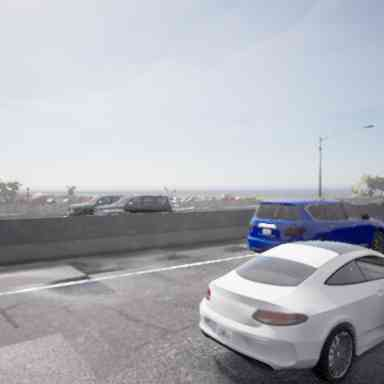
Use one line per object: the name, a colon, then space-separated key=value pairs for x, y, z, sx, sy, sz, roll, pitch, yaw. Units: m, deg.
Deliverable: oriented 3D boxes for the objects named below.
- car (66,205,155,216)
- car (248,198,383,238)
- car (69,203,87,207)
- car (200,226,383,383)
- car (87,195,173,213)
car: x=-4.672 y=1.609 z=17.859 sx=4.718 sy=1.301 sz=1.895 roll=0 pitch=0 yaw=-36
car: x=4.337 y=1.234 z=11.141 sx=5.566 sy=2.045 sz=2.150 roll=0 pitch=0 yaw=-36
car: x=-6.515 y=1.233 z=25.143 sx=5.566 sy=2.045 sz=2.150 roll=0 pitch=0 yaw=-35
car: x=2.265 y=1.532 z=5.361 sx=4.674 sy=1.442 sz=1.812 roll=0 pitch=0 yaw=-36
car: x=-3.909 y=1.233 z=22.701 sx=5.566 sy=2.045 sz=2.150 roll=0 pitch=0 yaw=-36
